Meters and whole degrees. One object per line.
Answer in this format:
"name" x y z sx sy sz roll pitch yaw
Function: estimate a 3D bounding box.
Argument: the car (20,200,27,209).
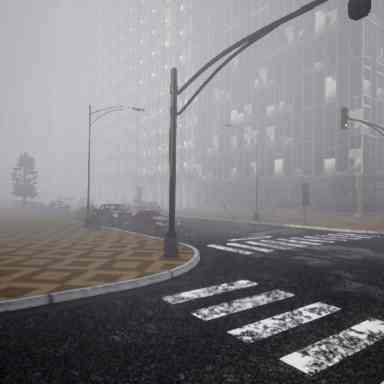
"car" -25.023 2.029 51.987 1.947 1.339 4.313 1 -1 -35

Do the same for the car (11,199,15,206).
"car" -31.533 2.123 61.305 2.008 1.369 4.403 1 -1 -35

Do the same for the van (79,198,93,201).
"van" -18.153 1.952 56.787 1.690 1.788 3.998 1 -1 -35

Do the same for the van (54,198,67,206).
"van" -27.916 2.117 70.765 1.690 1.788 3.998 1 -1 -35

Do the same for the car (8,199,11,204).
"car" -34.787 2.209 65.965 1.802 1.307 4.206 1 -1 -35

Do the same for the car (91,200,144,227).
"car" -5.496 1.575 24.033 1.967 1.590 4.097 1 -1 -35

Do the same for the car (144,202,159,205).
"car" -5.135 1.832 38.149 1.967 1.590 4.097 1 -1 -35

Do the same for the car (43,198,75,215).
"car" -15.259 1.739 38.011 1.967 1.590 4.097 1 -1 -35

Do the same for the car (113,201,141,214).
"car" -8.486 1.974 42.946 1.752 1.417 4.829 1 -1 -35

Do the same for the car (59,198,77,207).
"car" -24.662 2.036 66.106 2.192 1.841 5.009 1 -1 -35

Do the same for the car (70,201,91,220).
"car" -8.653 1.713 28.552 1.752 1.417 4.829 1 -1 -35

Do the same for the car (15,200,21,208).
"car" -28.277 2.062 56.647 1.887 1.381 4.507 1 -1 -35

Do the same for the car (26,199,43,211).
"car" -21.769 1.959 47.328 2.008 1.369 4.403 1 -1 -35

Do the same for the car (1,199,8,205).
"car" -41.296 2.287 75.283 2.008 1.369 4.403 1 -1 -35

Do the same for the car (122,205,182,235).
"car" -2.241 1.662 19.372 1.802 1.307 4.206 1 -1 -35
